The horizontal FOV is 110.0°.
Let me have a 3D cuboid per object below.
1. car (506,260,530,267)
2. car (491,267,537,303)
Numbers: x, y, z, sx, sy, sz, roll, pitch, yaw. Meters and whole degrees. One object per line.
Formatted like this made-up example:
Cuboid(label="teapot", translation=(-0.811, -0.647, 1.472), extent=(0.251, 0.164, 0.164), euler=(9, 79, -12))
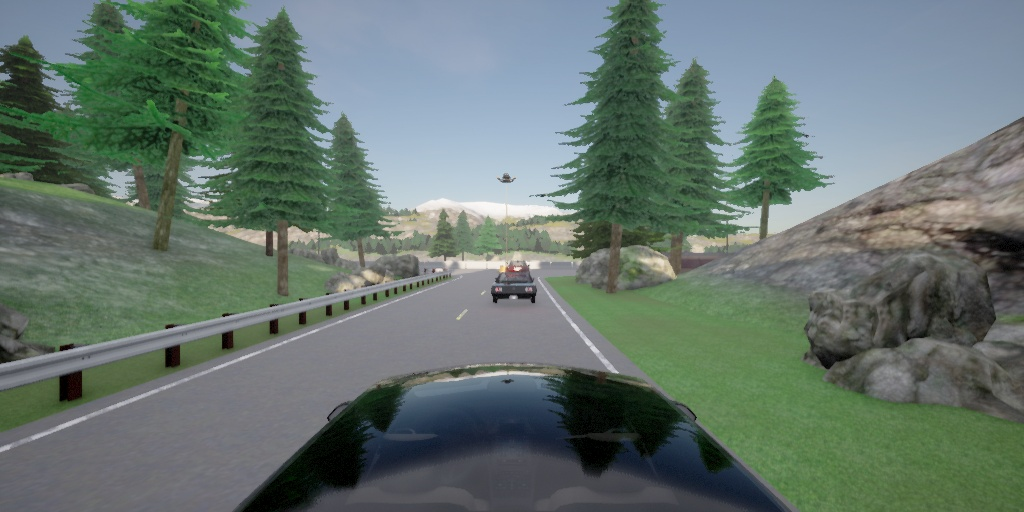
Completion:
Cuboid(label="car", translation=(0.528, 1.114, 31.429), extent=(2.097, 1.767, 4.553), euler=(0, 0, 2))
Cuboid(label="car", translation=(0.126, 1.363, 16.503), extent=(1.895, 1.301, 4.718), euler=(0, 0, 1))
